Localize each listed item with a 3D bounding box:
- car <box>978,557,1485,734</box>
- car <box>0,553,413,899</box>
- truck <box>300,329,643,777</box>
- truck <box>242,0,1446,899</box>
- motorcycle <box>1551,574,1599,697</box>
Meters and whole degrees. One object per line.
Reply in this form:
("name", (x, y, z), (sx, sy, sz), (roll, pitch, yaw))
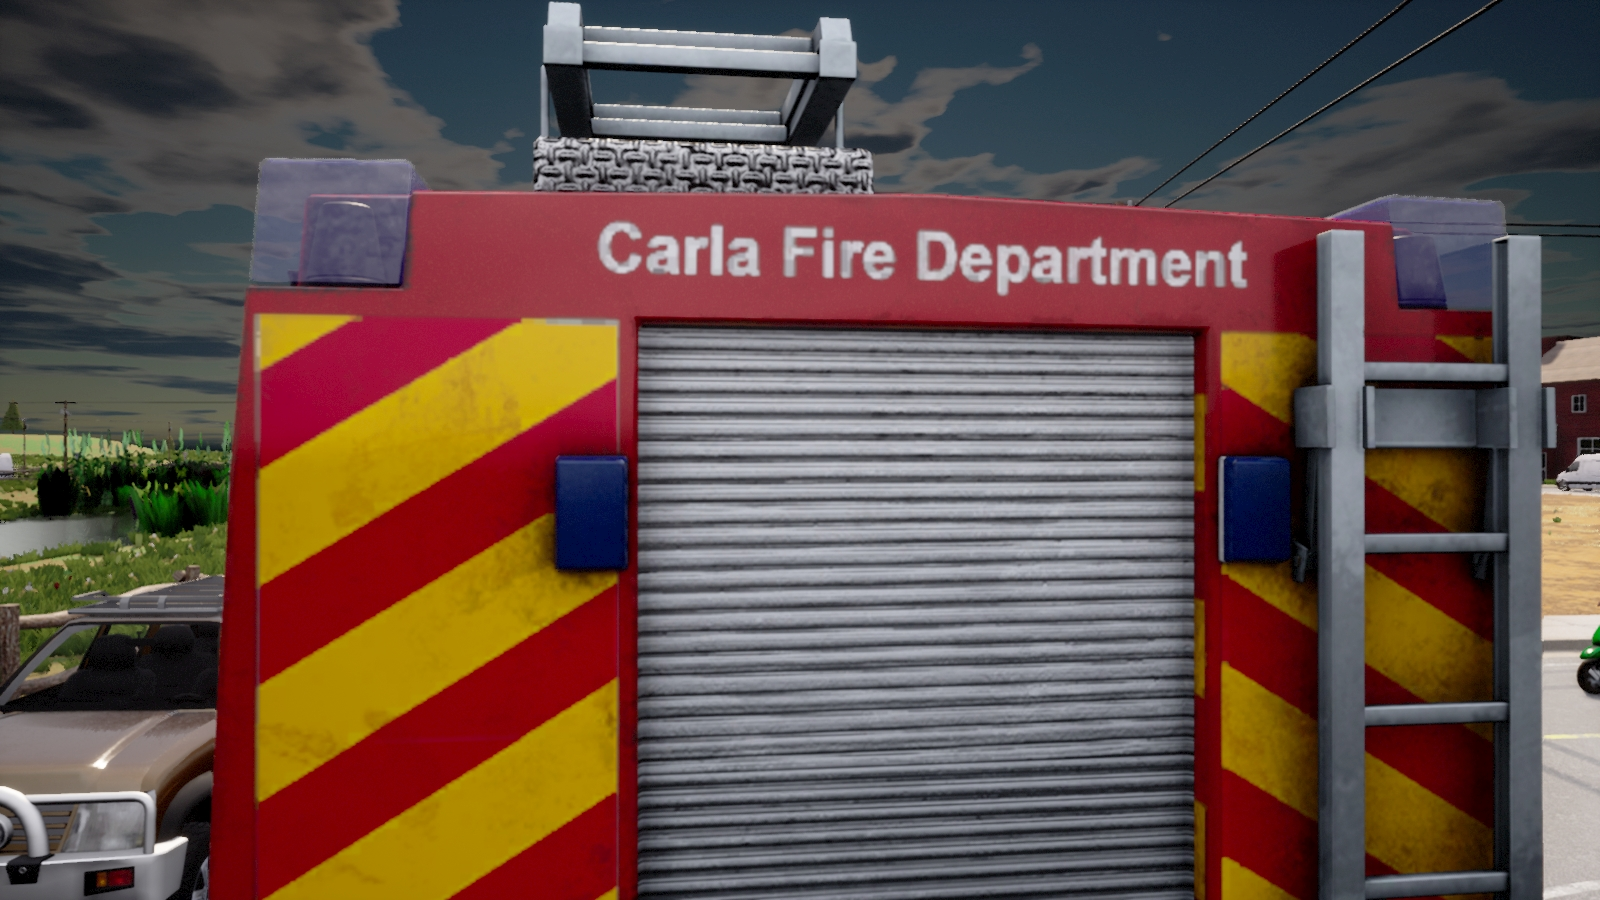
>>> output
("car", (4.612, 2.060, 12.646), (4.792, 1.488, 2.163), (0, 0, -8))
("car", (-4.216, 1.828, 7.662), (1.932, 1.855, 4.605), (0, 0, -3))
("truck", (-3.779, 0.862, 14.203), (2.891, 3.827, 8.468), (0, 0, -13))
("truck", (-0.387, 0.863, 6.895), (2.891, 3.827, 8.468), (0, 0, -8))
("motorcycle", (9.917, 2.142, 13.325), (1.805, 1.316, 0.856), (0, 0, -6))
